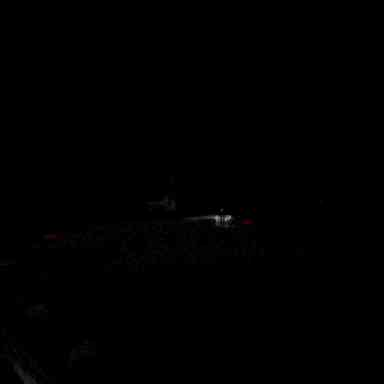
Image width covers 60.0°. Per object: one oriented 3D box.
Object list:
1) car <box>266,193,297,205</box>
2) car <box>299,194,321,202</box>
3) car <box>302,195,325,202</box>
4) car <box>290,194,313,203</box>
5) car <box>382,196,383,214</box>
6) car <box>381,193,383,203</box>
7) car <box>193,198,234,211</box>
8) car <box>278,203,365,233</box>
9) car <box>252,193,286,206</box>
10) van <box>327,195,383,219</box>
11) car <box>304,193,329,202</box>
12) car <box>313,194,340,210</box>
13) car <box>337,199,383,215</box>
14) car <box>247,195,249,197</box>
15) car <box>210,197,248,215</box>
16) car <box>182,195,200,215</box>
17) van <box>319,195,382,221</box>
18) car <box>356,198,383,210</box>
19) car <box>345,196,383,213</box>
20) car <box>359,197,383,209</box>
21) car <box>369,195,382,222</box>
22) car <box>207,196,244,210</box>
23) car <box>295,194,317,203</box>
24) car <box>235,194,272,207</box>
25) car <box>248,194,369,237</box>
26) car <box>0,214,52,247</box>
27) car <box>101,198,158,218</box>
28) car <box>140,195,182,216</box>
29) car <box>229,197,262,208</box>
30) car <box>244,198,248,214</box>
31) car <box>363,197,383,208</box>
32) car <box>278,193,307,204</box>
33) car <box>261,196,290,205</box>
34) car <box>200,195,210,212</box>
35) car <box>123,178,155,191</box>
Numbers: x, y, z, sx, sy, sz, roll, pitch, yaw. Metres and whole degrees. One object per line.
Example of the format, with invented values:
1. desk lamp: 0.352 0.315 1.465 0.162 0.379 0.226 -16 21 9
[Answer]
1. car: 16.768 1.329 62.429 5.566 2.045 2.435 -1 0 15
2. car: 27.332 1.456 77.190 4.553 1.767 2.185 -1 0 15
3. car: 29.050 1.584 79.667 4.892 1.521 2.231 -1 -1 15
4. car: 23.774 1.456 72.277 4.553 1.767 2.185 -1 -1 15
5. car: 11.194 1.263 25.308 5.566 2.045 2.435 1 1 15
6. car: 43.816 1.277 71.133 5.566 2.045 2.435 1 0 15
7. car: 2.791 1.575 42.715 4.892 1.521 2.231 -1 -1 15
8. car: 7.764 1.541 20.476 4.792 1.488 2.163 1 1 15
9. car: 13.327 1.327 57.479 5.566 2.045 2.435 -1 -1 16
10. van: 14.764 1.293 30.104 4.442 1.987 1.878 1 0 15
11. car: 30.774 1.333 82.127 5.566 2.045 2.435 -1 0 15
12. car: 18.571 1.276 45.839 2.150 2.045 5.566 0 0 35
13. car: 18.071 1.521 34.951 4.892 1.521 2.231 1 0 15
14. car: 6.324 1.450 47.626 4.553 1.767 2.185 -1 0 15
15. car: 4.360 1.557 34.782 2.128 1.511 4.902 0 0 36
16. car: -2.431 1.318 35.325 5.566 2.045 2.435 -1 -1 15
17. van: 13.049 1.291 27.692 4.442 1.987 1.878 1 0 15
18. car: 24.902 1.552 44.605 4.792 1.488 2.163 1 1 15
19. car: 19.820 1.395 37.359 4.553 1.767 2.185 1 1 15
20. car: 26.825 1.522 46.976 5.366 1.575 1.946 1 0 16
21. car: 9.479 1.261 22.897 5.566 2.045 2.435 1 1 15
22. car: 4.576 1.449 45.152 4.553 1.767 2.185 -1 0 16
23. car: 25.522 1.457 74.749 4.553 1.767 2.185 -1 -1 15
24. car: 9.767 1.326 52.572 5.566 2.045 2.435 -1 0 15
25. car: 6.107 1.259 18.074 5.566 2.045 2.435 1 0 16
26. car: -8.097 1.649 14.029 1.895 1.301 4.718 0 0 11
27. car: -5.984 1.597 30.386 4.792 1.488 2.163 -1 0 16
28. car: -4.237 1.318 32.854 5.566 2.045 2.435 -1 0 15
29. car: 8.078 1.606 50.089 4.792 1.488 2.163 -1 -1 15
30. car: 6.813 1.525 29.291 1.882 1.535 5.008 0 0 35
31. car: 28.357 1.523 49.425 5.008 1.535 2.097 1 0 15
32. car: 20.327 1.329 67.343 5.566 2.045 2.435 -1 -1 15
33. car: 15.057 1.580 59.939 4.892 1.521 2.231 -1 0 16
34. car: -0.737 1.447 37.799 4.553 1.767 2.185 -1 -1 15
35. car: -6.615 -0.954 41.503 2.128 1.511 4.902 0 4 36
